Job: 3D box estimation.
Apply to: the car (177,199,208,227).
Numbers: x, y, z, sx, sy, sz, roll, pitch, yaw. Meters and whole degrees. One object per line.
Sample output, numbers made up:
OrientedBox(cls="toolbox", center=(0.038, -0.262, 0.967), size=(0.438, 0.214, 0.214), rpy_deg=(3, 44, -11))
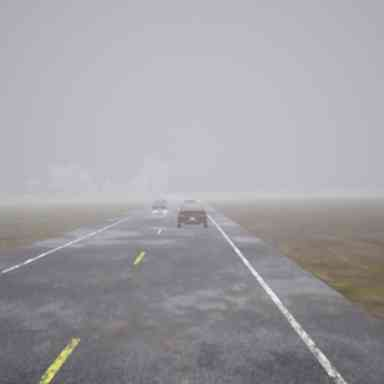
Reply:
OrientedBox(cls="car", center=(0.009, 1.452, 22.326), size=(1.882, 1.535, 5.008), rpy_deg=(0, 0, 0))

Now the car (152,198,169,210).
OrientedBox(cls="car", center=(-3.891, 1.513, 41.511), size=(2.033, 1.411, 5.357), rpy_deg=(0, 0, -1))
